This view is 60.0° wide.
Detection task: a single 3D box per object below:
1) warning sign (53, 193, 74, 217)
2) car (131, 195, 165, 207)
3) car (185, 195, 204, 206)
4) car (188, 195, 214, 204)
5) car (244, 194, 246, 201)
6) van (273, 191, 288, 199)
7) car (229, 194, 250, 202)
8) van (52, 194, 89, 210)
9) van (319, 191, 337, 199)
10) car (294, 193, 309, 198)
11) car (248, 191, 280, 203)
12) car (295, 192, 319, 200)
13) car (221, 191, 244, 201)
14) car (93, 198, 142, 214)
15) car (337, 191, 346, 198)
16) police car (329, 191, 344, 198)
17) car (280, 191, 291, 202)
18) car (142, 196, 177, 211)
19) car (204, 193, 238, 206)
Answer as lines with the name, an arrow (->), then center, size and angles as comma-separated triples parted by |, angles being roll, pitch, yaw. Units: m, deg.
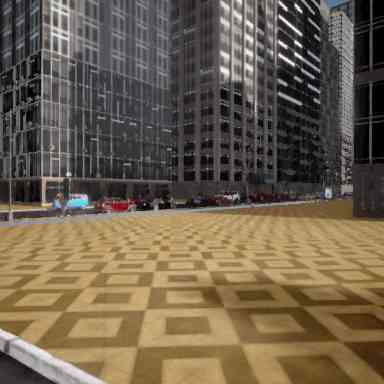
warning sign -> -9.899, 0.976, 25.659 | 1.300, 1.860, 1.060 | 0, 0, 42
car -> -6.098, 1.218, 46.165 | 1.887, 1.381, 4.507 | 1, 1, 42
car -> 1.408, 1.222, 46.051 | 2.033, 1.411, 5.357 | 0, 1, 42
car -> 1.453, 1.149, 54.674 | 1.947, 1.339, 4.313 | 1, 1, 42
car -> 11.356, 1.034, 57.278 | 2.128, 1.511, 4.902 | 0, 1, 42
van -> 20.319, 0.698, 75.960 | 1.690, 1.788, 3.998 | 1, 1, 42
car -> 9.000, 1.058, 63.190 | 1.947, 1.339, 4.313 | 1, 1, 42
van -> -13.725, 1.105, 37.722 | 1.690, 1.788, 3.998 | 1, 1, 42
van -> 30.351, 0.687, 74.645 | 1.690, 1.788, 3.998 | 1, 1, 42
car -> 27.864, 0.833, 84.480 | 1.947, 1.339, 4.313 | 1, 1, 42
car -> 11.488, 0.887, 53.356 | 2.192, 1.841, 5.009 | 1, 1, 42
car -> 22.918, 0.960, 66.259 | 1.752, 1.417, 4.829 | 1, 1, 42
car -> 5.775, 0.894, 55.502 | 2.150, 2.045, 5.566 | 0, 1, 42
car -> -7.284, 1.239, 31.990 | 1.967, 1.590, 4.097 | 1, 1, 42
car -> 34.123, 0.852, 78.906 | 2.008, 1.369, 4.403 | 1, 1, 42
police car -> 36.795, 0.673, 84.629 | 1.930, 1.638, 5.238 | 0, 1, 42
car -> 15.260, 0.842, 57.614 | 2.192, 1.841, 5.009 | 1, 1, 42
car -> -3.554, 1.319, 36.286 | 1.947, 1.339, 4.313 | 1, 1, 42
car -> 3.941, 1.244, 44.844 | 1.802, 1.307, 4.206 | 1, 1, 42
